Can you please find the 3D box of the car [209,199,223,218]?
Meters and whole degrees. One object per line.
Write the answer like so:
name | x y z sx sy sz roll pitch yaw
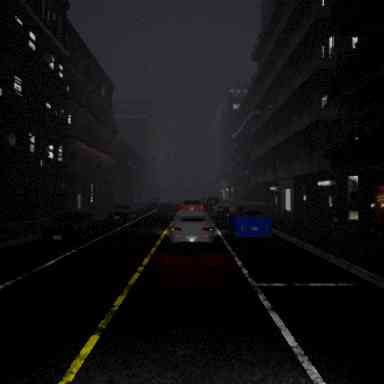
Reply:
car | 2.701 1.552 27.332 1.887 1.381 4.507 1 0 0

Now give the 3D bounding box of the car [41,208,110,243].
car | -5.679 1.569 16.230 1.947 1.339 4.313 1 0 0

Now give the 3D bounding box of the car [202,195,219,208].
car | 2.704 1.330 49.616 2.192 1.841 5.009 1 0 0

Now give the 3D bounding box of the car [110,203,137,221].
car | -5.680 1.573 27.372 1.947 1.339 4.313 1 0 0

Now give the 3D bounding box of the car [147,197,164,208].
car | -5.680 1.559 49.657 1.887 1.381 4.507 1 0 0

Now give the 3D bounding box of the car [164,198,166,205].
car | -5.680 1.599 55.227 1.802 1.307 4.206 1 0 0

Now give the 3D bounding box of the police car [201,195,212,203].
police car | 2.998 1.449 70.205 1.930 1.638 5.238 0 0 0

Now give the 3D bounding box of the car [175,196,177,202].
car | -3.000 1.557 76.749 2.033 1.411 5.357 0 0 0

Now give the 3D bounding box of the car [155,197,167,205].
car | -5.680 1.601 60.798 1.802 1.307 4.206 1 0 0

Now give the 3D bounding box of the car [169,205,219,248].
car | -0.001 1.537 14.652 1.812 1.442 4.674 0 0 0

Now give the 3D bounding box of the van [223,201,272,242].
van | 2.703 1.345 16.191 1.690 1.788 3.998 1 0 0

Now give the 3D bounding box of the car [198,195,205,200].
car | 2.701 1.559 94.355 1.752 1.417 4.829 1 0 0

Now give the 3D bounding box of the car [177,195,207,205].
car | 0.000 1.375 29.623 2.097 1.767 4.553 0 0 0

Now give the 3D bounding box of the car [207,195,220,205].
car | 2.704 1.328 44.046 2.192 1.841 5.009 1 0 0
